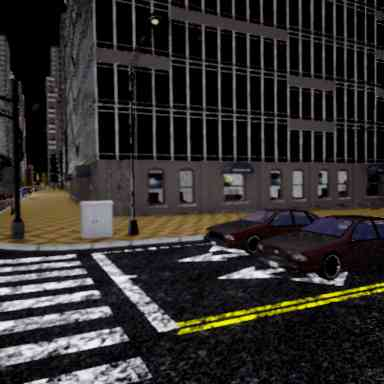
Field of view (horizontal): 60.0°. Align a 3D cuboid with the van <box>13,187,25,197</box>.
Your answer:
[{"bbox_3d":[-32.364,0.040,62.202,1.690,1.788,3.998,-2,2,-23],"label":"van"}]

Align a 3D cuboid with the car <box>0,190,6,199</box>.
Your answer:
[{"bbox_3d":[-31.838,0.400,54.562,1.837,1.490,4.892,-2,2,-23],"label":"car"}]

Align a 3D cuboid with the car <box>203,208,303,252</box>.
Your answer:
[{"bbox_3d":[3.129,1.313,12.344,5.357,1.411,2.033,0,1,-26],"label":"car"}]

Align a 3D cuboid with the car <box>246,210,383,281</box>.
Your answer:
[{"bbox_3d":[4.411,1.371,9.355,5.357,1.411,2.033,0,1,-26],"label":"car"}]

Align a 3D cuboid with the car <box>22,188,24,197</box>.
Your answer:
[{"bbox_3d":[-27.978,0.342,52.059,1.967,1.590,4.097,-2,2,-23],"label":"car"}]

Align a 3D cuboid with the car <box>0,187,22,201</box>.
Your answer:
[{"bbox_3d":[-25.787,0.319,46.981,2.192,1.841,5.009,-2,2,-23],"label":"car"}]
